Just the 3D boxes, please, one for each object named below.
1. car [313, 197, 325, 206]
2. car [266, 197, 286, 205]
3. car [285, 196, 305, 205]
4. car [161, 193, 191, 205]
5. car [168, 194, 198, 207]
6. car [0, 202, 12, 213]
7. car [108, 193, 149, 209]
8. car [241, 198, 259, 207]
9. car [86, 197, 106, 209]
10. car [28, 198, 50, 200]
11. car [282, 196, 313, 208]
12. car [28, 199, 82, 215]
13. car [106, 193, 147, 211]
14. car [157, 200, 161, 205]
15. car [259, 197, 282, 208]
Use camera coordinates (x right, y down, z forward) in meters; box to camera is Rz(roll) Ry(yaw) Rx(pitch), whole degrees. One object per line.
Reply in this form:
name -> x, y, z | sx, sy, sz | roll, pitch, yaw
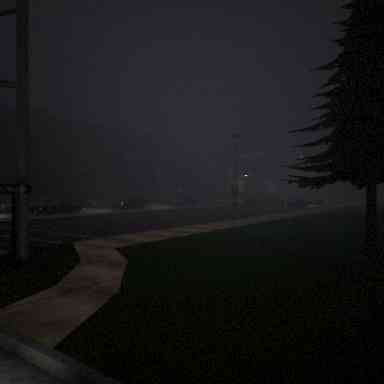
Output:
car -> 20.895, 1.559, 55.851 | 1.994, 1.385, 4.181 | 0, 0, 35
car -> 15.152, 1.557, 59.853 | 1.994, 1.385, 4.181 | 0, 0, 35
car -> 18.035, 1.472, 57.868 | 1.882, 1.535, 5.008 | 0, 0, 35
car -> -2.042, 1.207, 55.447 | 2.150, 2.045, 5.566 | 0, 1, 35
car -> -0.961, 1.479, 50.909 | 2.128, 1.511, 4.902 | 0, 0, 35
car -> -19.196, 1.514, 37.072 | 1.812, 1.442, 4.674 | 0, 0, 35
car -> -8.663, 1.211, 46.024 | 2.150, 2.045, 5.566 | 0, 0, 35
car -> 9.414, 1.594, 51.560 | 1.895, 1.301, 4.718 | 0, 0, 36
car -> -12.499, 1.466, 46.639 | 1.882, 1.535, 5.008 | 0, 0, 35
car -> -15.995, 1.467, 35.539 | 1.882, 1.535, 5.008 | 0, 0, 35
car -> 15.102, 1.487, 47.478 | 2.128, 1.511, 4.902 | 0, 0, 35
car -> -13.449, 1.591, 33.079 | 1.895, 1.301, 4.718 | 0, 0, 35
car -> -7.814, 1.342, 41.134 | 2.097, 1.767, 4.553 | 0, 0, 35
car -> -3.798, 1.536, 59.021 | 2.033, 1.411, 5.357 | 0, 0, 36
car -> 12.254, 1.472, 49.512 | 1.882, 1.535, 5.008 | 0, 0, 35
